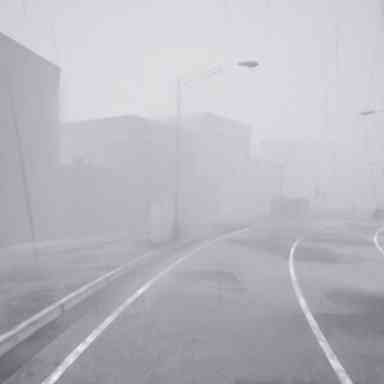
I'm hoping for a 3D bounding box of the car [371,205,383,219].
[{"bbox_3d":[21.059,2.206,36.562,1.812,1.442,4.674,2,0,37],"label":"car"}]
